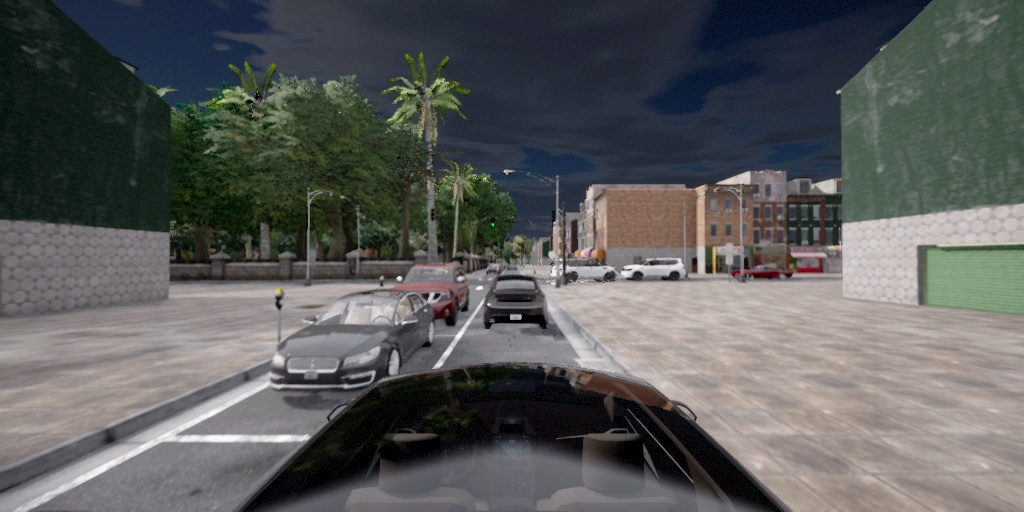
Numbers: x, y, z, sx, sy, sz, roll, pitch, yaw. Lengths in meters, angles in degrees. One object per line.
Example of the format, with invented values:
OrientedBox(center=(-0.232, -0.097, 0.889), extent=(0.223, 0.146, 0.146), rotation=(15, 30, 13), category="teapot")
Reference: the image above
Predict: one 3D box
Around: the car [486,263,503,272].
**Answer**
OrientedBox(center=(-2.640, 1.820, 50.495), extent=(1.967, 1.591, 4.097), rotation=(0, 0, 0), category="car")

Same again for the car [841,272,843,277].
OrientedBox(center=(32.722, 1.469, 32.749), extent=(4.181, 1.385, 1.994), rotation=(0, -1, 0), category="car")

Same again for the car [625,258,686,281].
OrientedBox(center=(12.855, 1.236, 32.733), extent=(5.566, 2.045, 2.150), rotation=(0, -1, 0), category="car")

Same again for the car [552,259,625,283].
OrientedBox(center=(6.146, 1.259, 30.175), extent=(5.566, 2.045, 2.150), rotation=(0, -2, -11), category="car")

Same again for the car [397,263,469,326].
OrientedBox(center=(-2.638, 1.183, 12.352), extent=(2.192, 1.841, 5.009), rotation=(0, 0, 0), category="car")

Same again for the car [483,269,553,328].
OrientedBox(center=(0.100, 1.370, 11.881), extent=(1.837, 1.490, 4.892), rotation=(0, 0, 0), category="car")

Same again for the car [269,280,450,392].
OrientedBox(center=(-2.638, 1.357, 6.889), extent=(2.007, 1.370, 4.403), rotation=(0, 0, 0), category="car")

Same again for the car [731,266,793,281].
OrientedBox(center=(22.677, 1.554, 32.743), extent=(4.718, 1.301, 1.895), rotation=(0, -1, 0), category="car")
